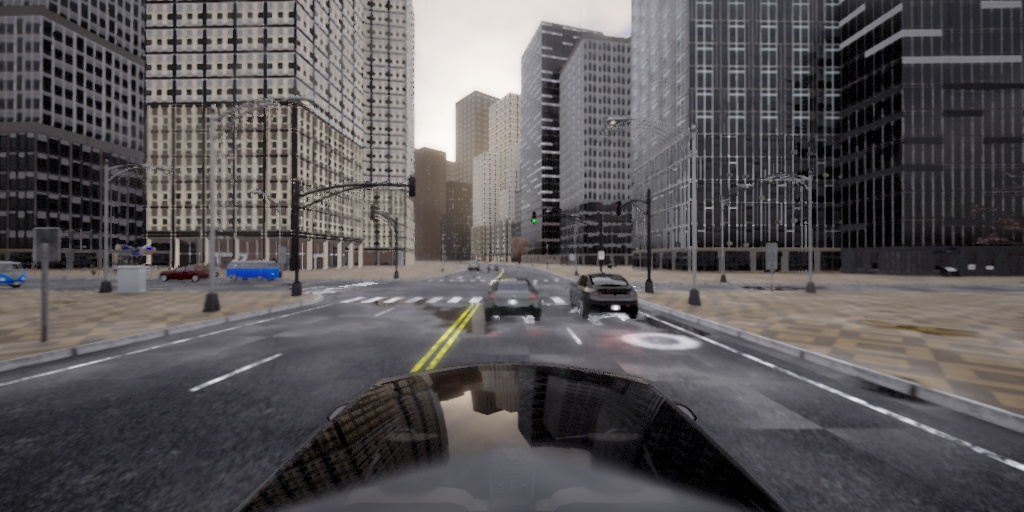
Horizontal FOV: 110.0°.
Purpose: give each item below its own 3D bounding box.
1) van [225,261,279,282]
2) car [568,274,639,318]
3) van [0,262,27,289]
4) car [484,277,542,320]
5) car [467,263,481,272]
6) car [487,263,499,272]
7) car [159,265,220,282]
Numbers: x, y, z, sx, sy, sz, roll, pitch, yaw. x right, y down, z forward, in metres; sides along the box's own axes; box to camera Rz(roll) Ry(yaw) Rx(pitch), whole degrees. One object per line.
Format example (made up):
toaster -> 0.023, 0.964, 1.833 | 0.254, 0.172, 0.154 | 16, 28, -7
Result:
van -> -22.655, 1.332, 31.302 | 3.998, 1.789, 1.690 | 0, 0, 1
car -> 3.339, 1.407, 13.689 | 1.837, 1.490, 4.892 | 0, -1, 2
van -> -33.936, 1.244, 23.085 | 3.998, 1.789, 1.690 | 0, 0, 1
car -> 0.033, 1.462, 13.396 | 1.994, 1.385, 4.181 | 0, -1, 0
car -> -6.545, 1.949, 62.181 | 1.882, 1.535, 5.008 | 0, -1, 1
car -> -3.297, 1.966, 62.398 | 2.128, 1.511, 4.902 | 0, -1, 1
car -> -28.194, 1.513, 31.349 | 4.507, 1.381, 1.888 | 0, 0, 1
